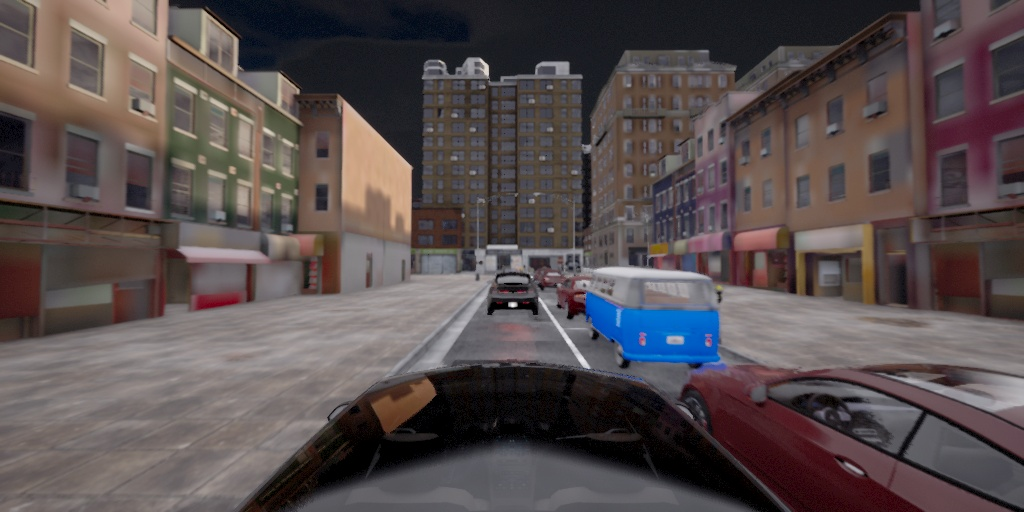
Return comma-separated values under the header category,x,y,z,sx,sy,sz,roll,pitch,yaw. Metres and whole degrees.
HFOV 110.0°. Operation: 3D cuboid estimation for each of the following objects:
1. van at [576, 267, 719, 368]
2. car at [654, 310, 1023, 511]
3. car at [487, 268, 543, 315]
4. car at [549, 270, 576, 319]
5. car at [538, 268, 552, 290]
category,x,y,z,sx,sy,sz,roll,pitch,yaw
van,2.638,1.148,7.660,1.690,1.789,3.998,0,0,0
car,2.639,1.337,2.222,1.802,1.307,4.207,0,0,0
car,0.045,1.383,14.302,1.837,1.490,4.892,0,0,0
car,2.637,1.409,13.097,1.888,1.381,4.507,0,0,0
car,2.636,1.567,23.972,1.802,1.307,4.207,0,0,0
